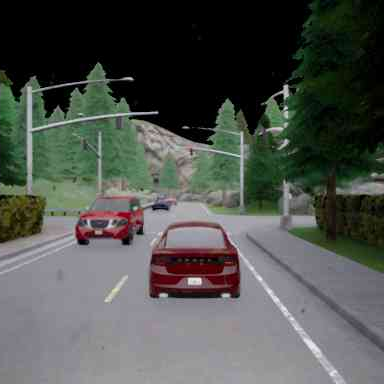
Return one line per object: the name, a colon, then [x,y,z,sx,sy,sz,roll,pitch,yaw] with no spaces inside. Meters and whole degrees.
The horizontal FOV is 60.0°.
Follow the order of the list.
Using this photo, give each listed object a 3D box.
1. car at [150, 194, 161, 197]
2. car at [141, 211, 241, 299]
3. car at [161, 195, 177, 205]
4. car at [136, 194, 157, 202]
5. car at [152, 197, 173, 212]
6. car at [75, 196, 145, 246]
car: [-6.425,1.474,71.114,1.882,1.535,5.008,0,0,-35]
car: [0.068,1.477,8.538,1.882,1.535,5.008,0,0,0]
car: [-3.630,1.349,56.575,2.097,1.767,4.553,0,0,-1]
car: [-11.003,1.352,79.677,4.553,1.767,2.097,0,0,24]
car: [-3.588,1.599,39.006,1.895,1.301,4.718,0,0,0]
car: [-3.604,1.221,15.683,2.150,2.045,5.566,0,0,0]
